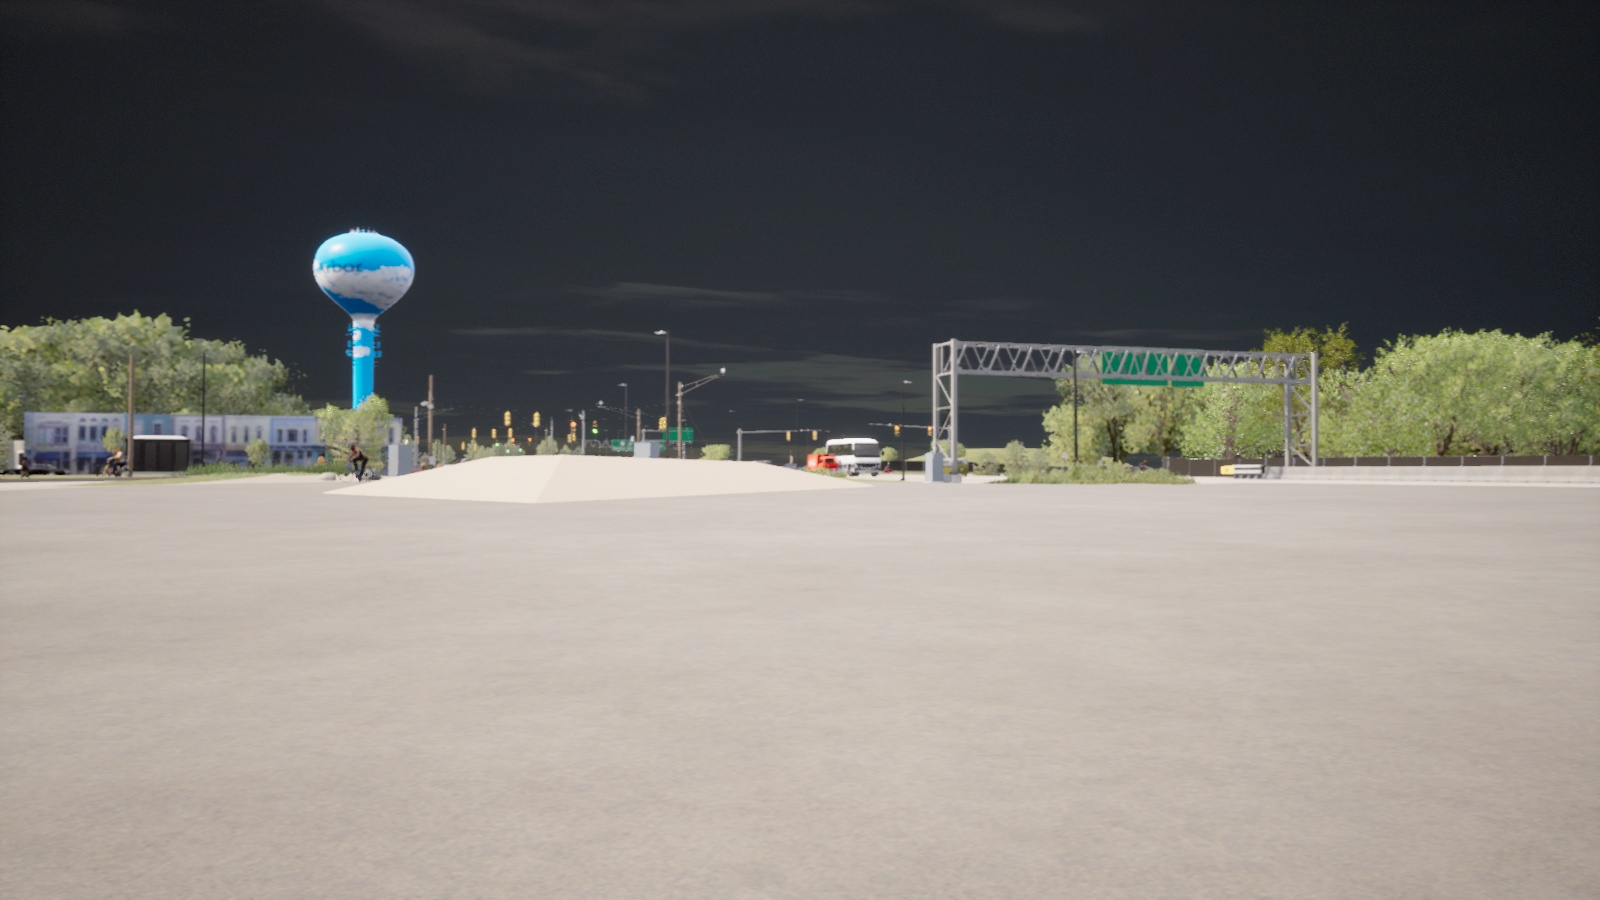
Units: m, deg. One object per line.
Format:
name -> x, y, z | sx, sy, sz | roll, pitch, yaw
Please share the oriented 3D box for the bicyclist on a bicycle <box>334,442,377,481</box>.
bicyclist on a bicycle -> -18.861, 0.474, 53.306 | 0.582, 1.620, 1.656 | 1, 0, 38
